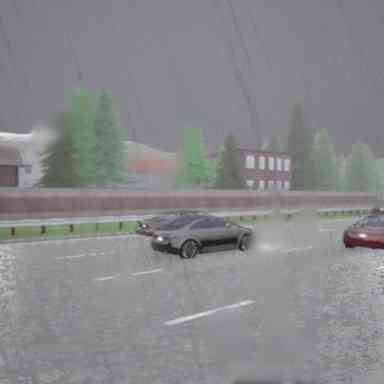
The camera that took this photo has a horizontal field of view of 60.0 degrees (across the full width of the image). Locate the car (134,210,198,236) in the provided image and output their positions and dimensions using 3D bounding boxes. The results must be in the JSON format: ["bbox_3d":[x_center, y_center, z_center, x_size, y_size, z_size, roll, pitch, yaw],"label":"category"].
[{"bbox_3d":[-0.134,1.597,16.550,5.357,1.411,2.033,0,0,-36],"label":"car"}]

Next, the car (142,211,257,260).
[{"bbox_3d":[0.520,1.605,12.717,4.181,1.385,1.994,0,0,-36],"label":"car"}]

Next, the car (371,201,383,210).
[{"bbox_3d":[17.771,1.515,29.322,4.553,1.767,2.097,0,0,-36],"label":"car"}]

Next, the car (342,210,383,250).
[{"bbox_3d":[8.153,1.640,13.863,4.181,1.385,1.994,0,0,-36],"label":"car"}]
